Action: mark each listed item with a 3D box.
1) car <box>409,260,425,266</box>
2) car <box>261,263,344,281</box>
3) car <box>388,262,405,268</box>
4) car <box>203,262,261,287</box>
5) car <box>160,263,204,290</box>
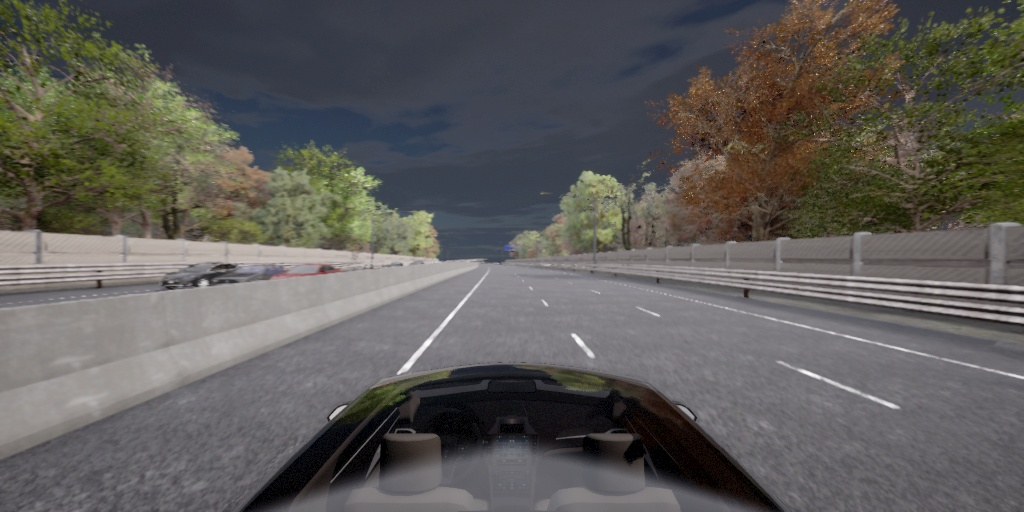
[{"bbox_3d":[-16.248,1.528,61.771,2.097,1.767,4.553,0,-1,-3],"label":"car"},{"bbox_3d":[-11.071,1.150,19.752,1.882,1.535,5.008,0,0,-2],"label":"car"},{"bbox_3d":[-19.741,1.705,61.532,1.994,1.385,4.181,0,-1,-2],"label":"car"},{"bbox_3d":[-14.607,1.198,20.884,2.033,1.411,5.357,0,0,-2],"label":"car"},{"bbox_3d":[-18.121,1.129,21.403,1.837,1.490,4.892,0,0,-2],"label":"car"}]
